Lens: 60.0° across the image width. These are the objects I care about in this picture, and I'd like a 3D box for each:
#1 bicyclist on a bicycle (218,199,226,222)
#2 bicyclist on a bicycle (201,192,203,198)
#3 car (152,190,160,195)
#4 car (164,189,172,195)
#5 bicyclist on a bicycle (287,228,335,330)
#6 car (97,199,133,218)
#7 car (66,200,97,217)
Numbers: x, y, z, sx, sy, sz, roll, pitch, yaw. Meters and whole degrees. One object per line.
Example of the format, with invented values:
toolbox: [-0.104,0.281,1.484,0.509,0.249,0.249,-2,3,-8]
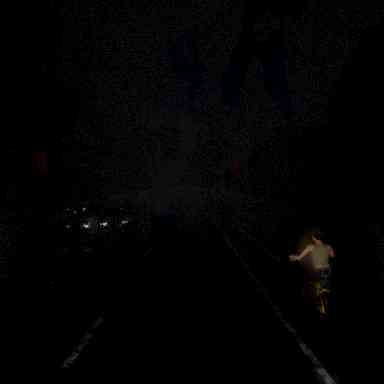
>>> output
bicyclist on a bicycle: [2.253,1.389,24.846,0.582,1.620,1.656,0,0,0]
bicyclist on a bicycle: [2.263,0.639,75.863,0.659,1.776,1.843,0,1,0]
car: [-9.734,0.104,90.665,1.895,1.301,4.718,0,1,0]
car: [-6.484,0.034,90.693,2.128,1.511,4.902,0,1,0]
bicyclist on a bicycle: [2.185,1.432,5.922,0.866,1.612,1.509,0,0,0]
car: [-6.523,1.392,29.517,1.882,1.535,5.008,0,0,0]
car: [-9.768,1.437,30.152,1.812,1.442,4.674,0,0,0]
